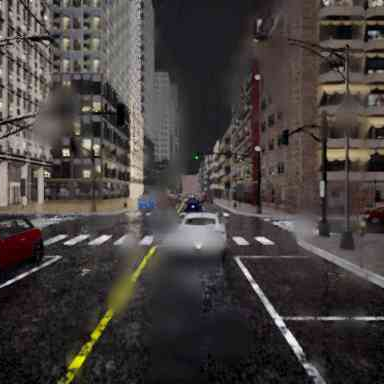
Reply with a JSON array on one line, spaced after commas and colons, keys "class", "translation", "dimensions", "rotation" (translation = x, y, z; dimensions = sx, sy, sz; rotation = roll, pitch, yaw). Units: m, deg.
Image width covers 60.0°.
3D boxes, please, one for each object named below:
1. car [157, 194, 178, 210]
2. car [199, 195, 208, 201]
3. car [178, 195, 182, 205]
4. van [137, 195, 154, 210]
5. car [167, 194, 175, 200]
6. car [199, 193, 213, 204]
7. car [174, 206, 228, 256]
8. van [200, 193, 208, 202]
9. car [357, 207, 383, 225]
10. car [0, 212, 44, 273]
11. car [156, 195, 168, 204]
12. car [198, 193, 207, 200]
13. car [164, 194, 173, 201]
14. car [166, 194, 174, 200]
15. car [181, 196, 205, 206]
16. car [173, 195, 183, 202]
[{"class": "car", "translation": [-3.100, 1.394, 40.809], "dimensions": [1.882, 1.535, 5.008], "rotation": [0, 1, 0]}, {"class": "car", "translation": [2.667, 1.404, 80.282], "dimensions": [2.008, 1.369, 4.403], "rotation": [0, 0, 0]}, {"class": "car", "translation": [-3.062, 1.380, 57.800], "dimensions": [2.128, 1.511, 4.902], "rotation": [0, 0, 0]}, {"class": "van", "translation": [-5.703, 1.256, 41.423], "dimensions": [1.690, 1.788, 3.998], "rotation": [0, 0, 0]}, {"class": "car", "translation": [-5.716, 1.390, 91.382], "dimensions": [2.008, 1.369, 4.403], "rotation": [0, 0, 0]}, {"class": "car", "translation": [2.673, 1.202, 58.079], "dimensions": [2.192, 1.841, 5.009], "rotation": [0, 0, 0]}, {"class": "car", "translation": [0.398, 1.499, 12.960], "dimensions": [1.812, 1.442, 4.674], "rotation": [0, 0, 4]}, {"class": "van", "translation": [2.668, 1.203, 74.732], "dimensions": [1.690, 1.788, 3.998], "rotation": [0, 0, 0]}, {"class": "car", "translation": [15.241, 1.791, 25.594], "dimensions": [4.674, 1.442, 1.812], "rotation": [1, 0, 0]}, {"class": "car", "translation": [-5.694, 1.420, 8.949], "dimensions": [1.967, 1.590, 4.097], "rotation": [0, 0, 0]}, {"class": "car", "translation": [-5.709, 1.404, 63.457], "dimensions": [1.752, 1.417, 4.829], "rotation": [0, 0, 0]}, {"class": "car", "translation": [2.665, 1.161, 85.833], "dimensions": [2.192, 1.841, 5.009], "rotation": [0, 0, 0]}, {"class": "car", "translation": [-5.714, 1.293, 80.279], "dimensions": [1.967, 1.590, 4.097], "rotation": [0, 0, 0]}, {"class": "car", "translation": [-5.715, 1.371, 85.660], "dimensions": [1.752, 1.417, 4.829], "rotation": [0, 0, 0]}, {"class": "car", "translation": [0.098, 1.488, 36.130], "dimensions": [1.994, 1.385, 4.181], "rotation": [0, 0, 0]}, {"class": "car", "translation": [-3.019, 1.353, 72.818], "dimensions": [1.837, 1.490, 4.892], "rotation": [0, 0, 0]}]
